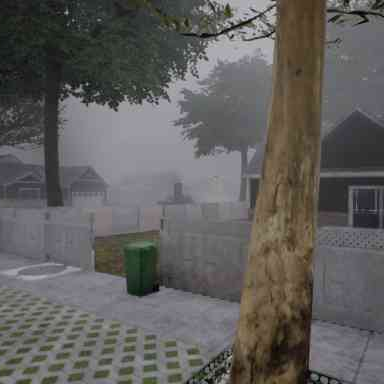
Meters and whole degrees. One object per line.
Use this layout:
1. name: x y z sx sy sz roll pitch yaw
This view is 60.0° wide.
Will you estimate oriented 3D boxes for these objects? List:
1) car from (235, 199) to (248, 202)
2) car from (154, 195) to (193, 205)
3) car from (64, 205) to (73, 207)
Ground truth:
1. car: 7.695 1.730 50.719 1.994 1.385 4.181 1 0 35
2. car: -1.924 1.325 37.043 2.150 2.045 5.566 1 0 32
3. car: -10.179 1.648 25.167 1.895 1.301 4.718 1 0 35
